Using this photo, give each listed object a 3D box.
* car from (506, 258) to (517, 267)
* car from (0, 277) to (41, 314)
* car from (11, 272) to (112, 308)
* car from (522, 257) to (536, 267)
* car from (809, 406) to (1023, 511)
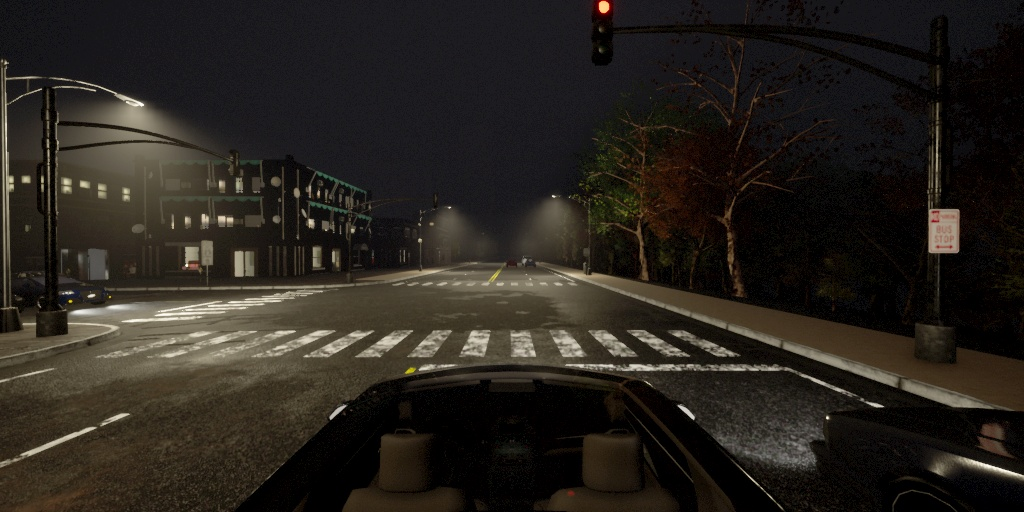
[{"bbox_3d":[-0.024,1.204,63.162,1.882,1.535,5.008,0,0,0],"label":"car"},{"bbox_3d":[-19.969,1.565,12.526,4.313,1.339,1.948,0,0,0],"label":"car"},{"bbox_3d":[-19.861,1.534,15.232,4.181,1.385,1.994,-1,1,0],"label":"car"},{"bbox_3d":[3.229,1.274,63.193,2.033,1.411,5.357,0,0,0],"label":"car"},{"bbox_3d":[3.353,1.298,0.412,2.033,1.411,5.357,0,0,0],"label":"car"}]
